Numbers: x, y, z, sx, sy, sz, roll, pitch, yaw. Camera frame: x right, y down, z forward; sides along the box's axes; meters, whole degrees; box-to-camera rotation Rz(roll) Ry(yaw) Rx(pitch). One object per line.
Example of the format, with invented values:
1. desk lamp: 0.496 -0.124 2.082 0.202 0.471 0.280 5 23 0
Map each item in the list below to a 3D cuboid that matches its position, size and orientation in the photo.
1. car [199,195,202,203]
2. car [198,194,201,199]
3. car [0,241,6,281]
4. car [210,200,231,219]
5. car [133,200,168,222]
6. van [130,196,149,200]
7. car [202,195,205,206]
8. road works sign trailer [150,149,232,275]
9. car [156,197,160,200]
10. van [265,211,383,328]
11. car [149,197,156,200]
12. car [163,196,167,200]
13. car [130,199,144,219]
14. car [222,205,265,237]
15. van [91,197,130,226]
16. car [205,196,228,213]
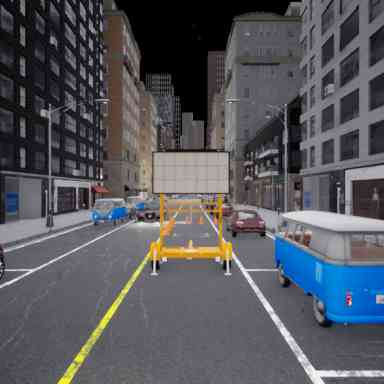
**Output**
1. car: 2.715 1.572 56.260 2.008 1.369 4.403 0 0 0
2. car: 2.687 1.595 67.262 1.947 1.339 4.313 0 0 0
3. car: -5.686 1.441 6.726 1.967 1.590 4.097 0 0 0
4. car: 2.785 1.589 28.753 1.802 1.307 4.206 0 0 0
5. car: -3.065 1.570 26.174 1.994 1.385 4.181 0 0 0
6. van: -5.755 1.350 34.233 1.690 1.788 3.998 0 0 0
7. car: 2.743 1.455 45.257 1.967 1.590 4.097 0 0 0
8. road works sign trailer: -0.025 0.467 10.419 2.380 3.560 2.880 0 0 0
9. car: -5.782 1.596 45.236 1.802 1.307 4.206 0 0 0
10. van: 2.839 1.342 6.748 1.690 1.788 3.998 0 0 0
11. car: -5.769 1.577 39.734 1.947 1.339 4.313 0 0 0
12. car: -5.810 1.587 56.238 1.947 1.339 4.313 0 0 0
13. car: -5.741 1.558 28.731 2.008 1.369 4.403 0 0 0
14. car: 2.812 1.586 17.751 1.802 1.307 4.206 0 0 0
15. van: -5.728 1.346 23.231 1.690 1.788 3.998 0 0 0
16. car: 2.770 1.324 34.254 2.192 1.841 5.009 0 0 0
